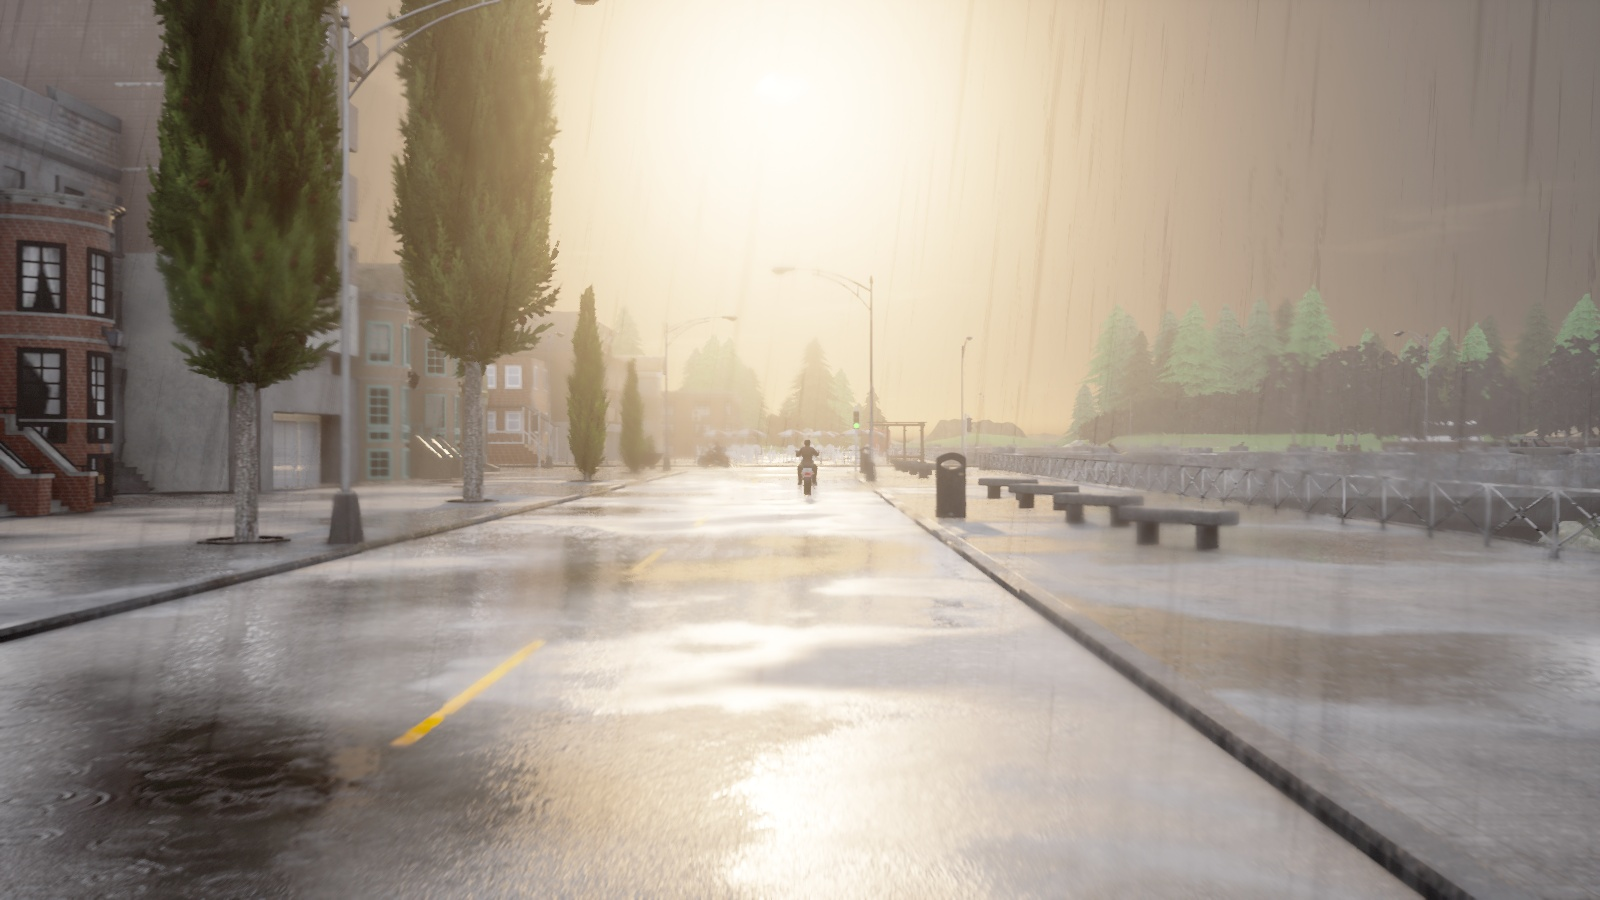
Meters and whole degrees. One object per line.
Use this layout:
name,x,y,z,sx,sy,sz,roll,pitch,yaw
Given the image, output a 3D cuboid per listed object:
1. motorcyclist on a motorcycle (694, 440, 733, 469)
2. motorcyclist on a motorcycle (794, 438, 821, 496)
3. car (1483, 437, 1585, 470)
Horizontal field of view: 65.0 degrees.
motorcyclist on a motorcycle,-5.086,0.277,73.795,2.350,1.649,0.766,0,1,35
motorcyclist on a motorcycle,0.221,0.487,37.178,0.766,1.649,2.350,0,0,0
car,41.621,0.195,71.287,4.605,1.855,1.932,0,0,1
